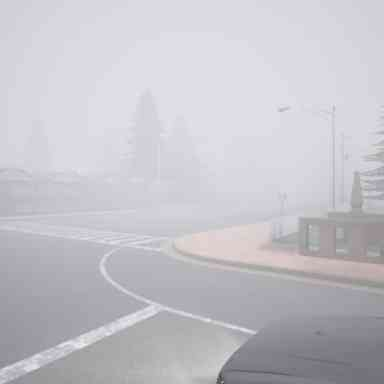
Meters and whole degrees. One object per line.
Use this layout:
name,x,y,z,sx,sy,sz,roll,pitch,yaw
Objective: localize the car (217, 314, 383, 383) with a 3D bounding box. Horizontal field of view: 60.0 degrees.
car,2.746,1.551,2.016,5.357,1.411,2.033,0,0,36
